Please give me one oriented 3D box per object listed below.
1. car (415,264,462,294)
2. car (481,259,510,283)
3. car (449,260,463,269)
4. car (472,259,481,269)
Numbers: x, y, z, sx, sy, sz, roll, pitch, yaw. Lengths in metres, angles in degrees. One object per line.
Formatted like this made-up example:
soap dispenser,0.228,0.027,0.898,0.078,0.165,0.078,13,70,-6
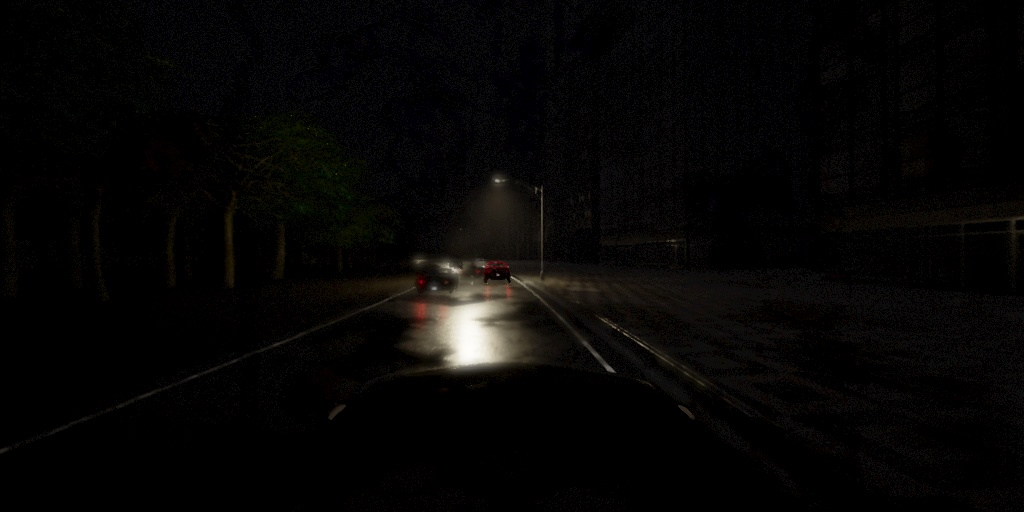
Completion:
car,-4.073,1.329,20.236,1.895,1.301,4.718,0,0,-4
car,-1.228,1.178,27.721,1.882,1.535,5.008,0,0,-5
car,-7.917,1.195,50.460,1.895,1.301,4.718,0,0,-10
car,-4.538,1.114,51.262,1.812,1.442,4.674,0,0,-10
